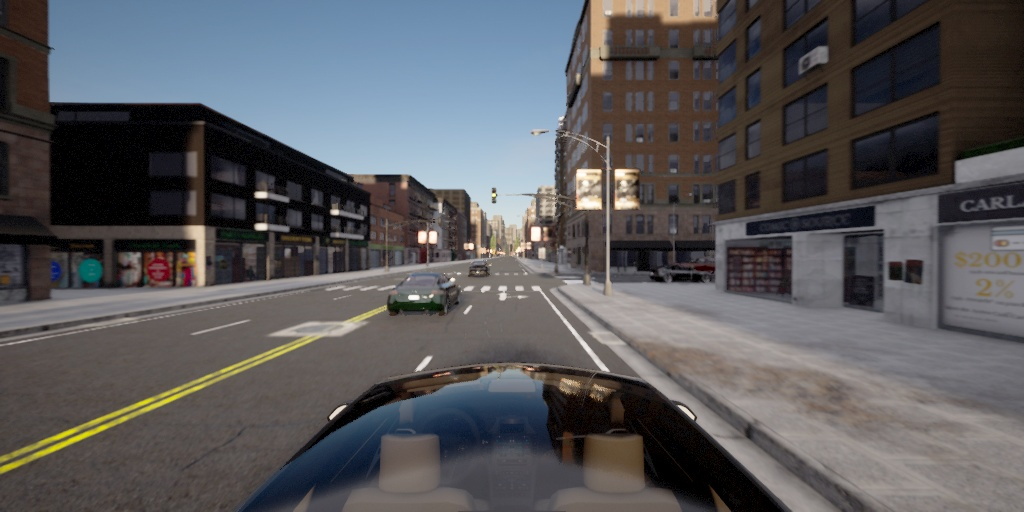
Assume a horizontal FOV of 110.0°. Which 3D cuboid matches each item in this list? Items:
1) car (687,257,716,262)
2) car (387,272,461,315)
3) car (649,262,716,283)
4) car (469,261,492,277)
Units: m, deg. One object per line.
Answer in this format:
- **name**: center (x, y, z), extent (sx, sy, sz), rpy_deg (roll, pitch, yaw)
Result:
- **car**: center (18.091, 1.016, 34.484), extent (5.009, 1.841, 2.192), rpy_deg (0, 0, 0)
- **car**: center (-3.151, 1.302, 13.508), extent (1.994, 1.385, 4.181), rpy_deg (0, 0, 0)
- **car**: center (12.394, 1.312, 26.483), extent (4.313, 1.339, 1.948), rpy_deg (0, 0, 0)
- **car**: center (-3.155, 1.227, 35.669), extent (1.837, 1.490, 4.892), rpy_deg (0, 0, 0)
